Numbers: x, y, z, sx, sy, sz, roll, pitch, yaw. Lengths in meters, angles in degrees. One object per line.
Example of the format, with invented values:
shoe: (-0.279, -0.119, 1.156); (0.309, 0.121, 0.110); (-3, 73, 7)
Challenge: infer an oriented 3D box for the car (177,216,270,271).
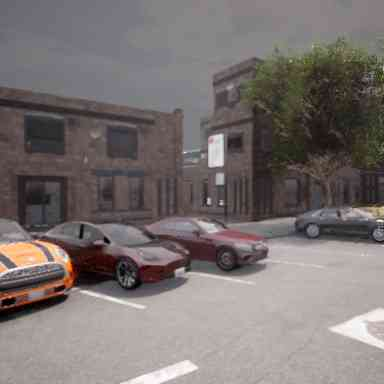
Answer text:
car: (0.188, 1.525, 10.951); (4.674, 1.452, 2.002); (-1, -1, 35)

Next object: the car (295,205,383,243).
car: (7.531, 1.489, 16.155); (4.892, 1.521, 2.231); (-1, -1, 35)

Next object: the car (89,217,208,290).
car: (-2.239, 1.514, 9.202); (4.792, 1.488, 2.163); (-1, -1, 35)

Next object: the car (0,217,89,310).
car: (-4.742, 1.361, 7.511); (4.553, 1.767, 2.185); (-1, -1, 35)
